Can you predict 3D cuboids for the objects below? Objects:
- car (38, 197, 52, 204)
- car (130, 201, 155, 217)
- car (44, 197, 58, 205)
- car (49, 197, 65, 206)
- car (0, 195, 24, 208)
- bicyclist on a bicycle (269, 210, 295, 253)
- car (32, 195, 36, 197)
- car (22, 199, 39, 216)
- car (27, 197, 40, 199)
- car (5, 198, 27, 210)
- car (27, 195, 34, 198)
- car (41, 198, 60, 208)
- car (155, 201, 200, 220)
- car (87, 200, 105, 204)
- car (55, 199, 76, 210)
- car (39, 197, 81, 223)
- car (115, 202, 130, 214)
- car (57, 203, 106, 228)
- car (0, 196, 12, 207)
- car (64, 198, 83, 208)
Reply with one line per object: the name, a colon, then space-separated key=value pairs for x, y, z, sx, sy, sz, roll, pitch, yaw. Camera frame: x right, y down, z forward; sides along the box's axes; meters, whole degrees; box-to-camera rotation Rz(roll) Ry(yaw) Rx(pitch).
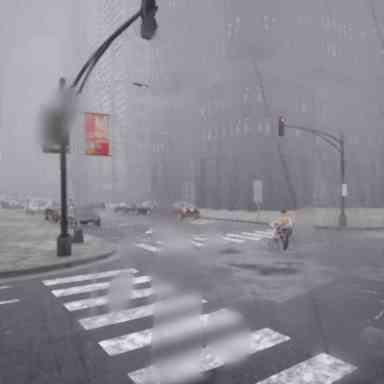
car: x=-32.383 y=1.933 z=73.362 sx=1.887 sy=1.381 sz=4.507 roll=-1 pitch=0 yaw=-35
car: x=-4.238 y=1.568 z=33.467 sx=1.967 sy=1.590 sz=4.097 roll=-1 pitch=0 yaw=-35
car: x=-29.257 y=1.797 z=68.929 sx=1.967 sy=1.590 sz=4.097 roll=-1 pitch=0 yaw=-35
car: x=-26.129 y=1.766 z=64.496 sx=1.967 sy=1.590 sz=4.097 roll=-1 pitch=0 yaw=-35
car: x=-29.975 y=1.704 z=55.157 sx=2.192 sy=1.841 sz=5.009 roll=-1 pitch=0 yaw=-35
bicyclist on a bicycle: x=3.440 y=1.480 z=12.649 sx=1.509 sy=1.612 sz=0.866 roll=0 pitch=0 yaw=-35
car: x=-35.509 y=1.971 z=77.795 sx=2.008 sy=1.369 sz=4.403 roll=-1 pitch=0 yaw=-35
car: x=-17.362 y=1.800 z=37.284 sx=1.752 sy=1.417 sz=4.829 roll=-1 pitch=0 yaw=-35
car: x=-23.314 y=1.882 z=50.519 sx=1.994 sy=1.385 sz=4.181 roll=-1 pitch=0 yaw=-35
car: x=-26.843 y=1.942 z=50.724 sx=1.802 sy=1.307 sz=4.206 roll=-1 pitch=0 yaw=-35
car: x=-38.735 y=1.978 z=82.367 sx=1.752 sy=1.417 sz=4.829 roll=-1 pitch=0 yaw=-35
car: x=-24.459 y=1.810 z=57.344 sx=2.128 sy=1.511 sz=4.902 roll=-1 pitch=0 yaw=-35
car: x=-1.111 y=1.542 z=29.034 sx=1.967 sy=1.590 sz=4.097 roll=-1 pitch=0 yaw=-35
car: x=-13.618 y=1.754 z=46.766 sx=1.887 sy=1.381 sz=4.507 roll=-1 pitch=0 yaw=-35
car: x=-18.929 y=1.772 z=49.564 sx=1.837 sy=1.490 sz=4.892 roll=-1 pitch=0 yaw=-34
car: x=-11.207 y=1.537 z=28.555 sx=2.192 sy=1.841 sz=5.009 roll=-1 pitch=0 yaw=-35
car: x=-7.363 y=1.737 z=37.900 sx=1.802 sy=1.307 sz=4.206 roll=-1 pitch=0 yaw=-35
car: x=-8.076 y=1.761 z=24.122 sx=1.947 sy=1.339 sz=4.313 roll=-1 pitch=0 yaw=-35
car: x=-36.231 y=1.765 z=64.024 sx=2.192 sy=1.841 sz=5.009 roll=-1 pitch=0 yaw=-35
car: x=-19.971 y=1.793 z=55.770 sx=1.752 sy=1.417 sz=4.829 roll=-1 pitch=0 yaw=-35
